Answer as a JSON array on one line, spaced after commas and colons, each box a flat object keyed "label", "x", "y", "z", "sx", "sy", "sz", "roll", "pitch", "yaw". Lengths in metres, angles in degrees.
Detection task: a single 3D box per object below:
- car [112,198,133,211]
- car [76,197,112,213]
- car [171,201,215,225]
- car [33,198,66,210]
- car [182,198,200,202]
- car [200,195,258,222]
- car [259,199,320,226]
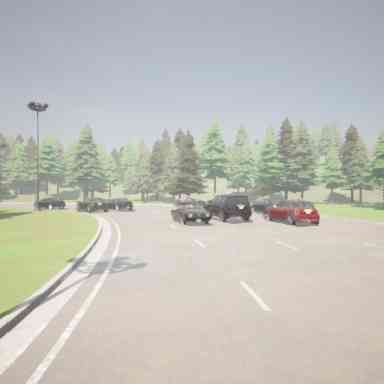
[{"label": "car", "x": -8.937, "y": 1.504, "z": 40.084, "sx": 1.837, "sy": 1.490, "sz": 4.892, "roll": 0, "pitch": 0, "yaw": -42}, {"label": "car", "x": -11.310, "y": 1.352, "z": 37.463, "sx": 2.097, "sy": 1.767, "sz": 4.553, "roll": 0, "pitch": 0, "yaw": -41}, {"label": "car", "x": -0.197, "y": 1.600, "z": 24.288, "sx": 1.895, "sy": 1.301, "sz": 4.718, "roll": 0, "pitch": 0, "yaw": -17}, {"label": "car", "x": -18.820, "y": 1.505, "z": 43.892, "sx": 4.892, "sy": 1.490, "sz": 1.837, "roll": 0, "pitch": 0, "yaw": 30}, {"label": "car", "x": -0.164, "y": 1.491, "z": 40.687, "sx": 2.128, "sy": 1.511, "sz": 4.902, "roll": 0, "pitch": 0, "yaw": -34}, {"label": "car", "x": 2.742, "y": 1.223, "z": 26.513, "sx": 2.150, "sy": 2.045, "sz": 5.566, "roll": 0, "pitch": 0, "yaw": -17}, {"label": "car", "x": 7.062, "y": 1.354, "z": 23.996, "sx": 2.097, "sy": 1.767, "sz": 4.553, "roll": 0, "pitch": 0, "yaw": -16}]
